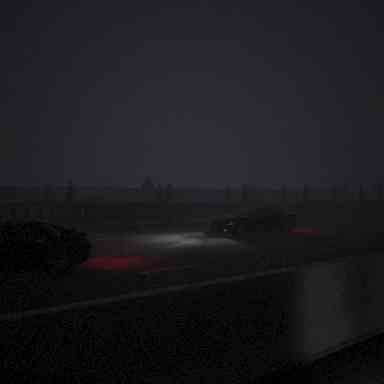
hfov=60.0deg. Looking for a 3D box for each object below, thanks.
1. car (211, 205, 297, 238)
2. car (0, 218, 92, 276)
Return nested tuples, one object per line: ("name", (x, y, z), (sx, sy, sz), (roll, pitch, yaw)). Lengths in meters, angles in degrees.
("car", (3.381, 1.493, 17.961), (5.008, 1.535, 1.882), (0, 0, -28))
("car", (-5.150, 1.474, 8.709), (4.892, 1.490, 1.837), (0, 0, -34))
